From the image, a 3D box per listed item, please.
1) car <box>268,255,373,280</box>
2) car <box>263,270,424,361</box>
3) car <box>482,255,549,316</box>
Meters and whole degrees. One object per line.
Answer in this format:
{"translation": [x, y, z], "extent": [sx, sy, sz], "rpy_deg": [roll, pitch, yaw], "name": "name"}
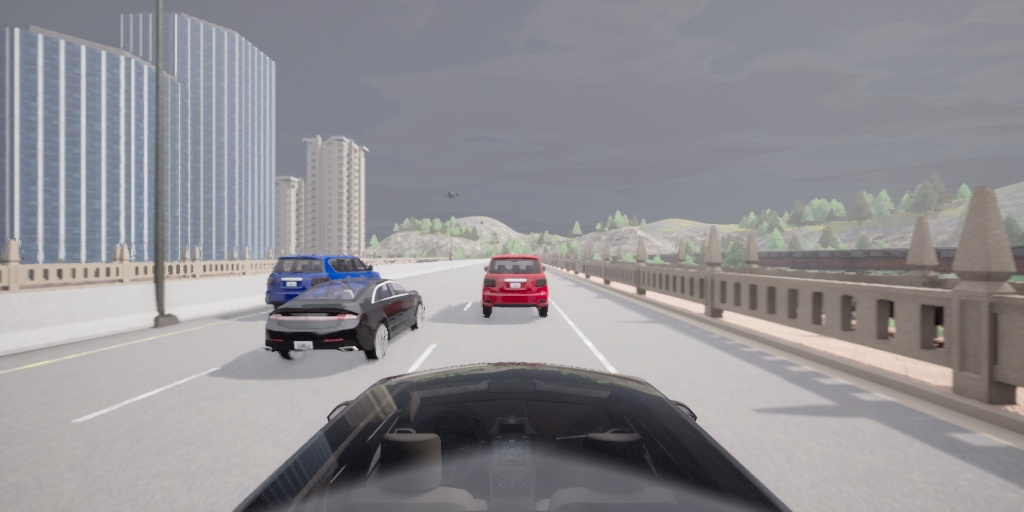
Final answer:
{"translation": [-6.899, 0.972, 13.898], "extent": [2.150, 2.045, 5.566], "rpy_deg": [0, 0, 0], "name": "car"}
{"translation": [-3.399, 1.242, 8.269], "extent": [2.128, 1.511, 4.902], "rpy_deg": [0, 0, 0], "name": "car"}
{"translation": [0.100, 0.972, 13.404], "extent": [2.150, 2.045, 5.566], "rpy_deg": [0, 0, 0], "name": "car"}
